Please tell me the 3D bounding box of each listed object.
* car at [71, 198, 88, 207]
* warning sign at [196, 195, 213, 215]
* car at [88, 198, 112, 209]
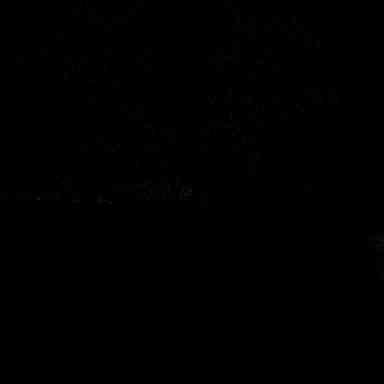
[{"bbox_3d":[-18.795,1.724,55.849,1.994,1.385,4.181,0,0,-35],"label":"car"},{"bbox_3d":[1.200,1.173,31.606,1.300,1.860,1.060,0,0,-35],"label":"warning sign"},{"bbox_3d":[-12.980,1.650,47.636,1.812,1.442,4.674,0,0,-34],"label":"car"}]
